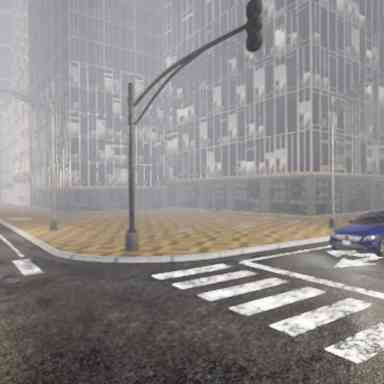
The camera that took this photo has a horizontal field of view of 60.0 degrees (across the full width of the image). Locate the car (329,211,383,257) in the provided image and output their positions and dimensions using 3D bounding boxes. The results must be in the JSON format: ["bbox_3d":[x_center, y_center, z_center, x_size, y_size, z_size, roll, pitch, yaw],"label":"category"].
[{"bbox_3d":[7.288,1.498,12.853,4.674,1.442,1.812,0,0,-34],"label":"car"}]
